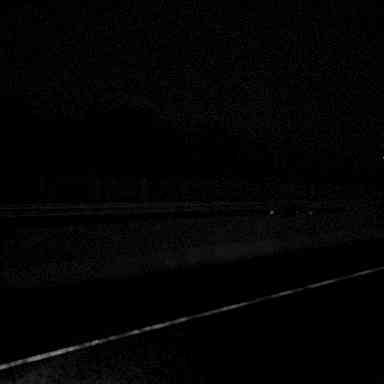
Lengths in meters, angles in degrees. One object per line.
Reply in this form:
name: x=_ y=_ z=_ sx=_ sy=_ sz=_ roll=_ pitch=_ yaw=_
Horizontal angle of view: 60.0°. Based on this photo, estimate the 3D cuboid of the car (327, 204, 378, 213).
car: x=12.971 y=1.693 z=26.089 sx=4.674 sy=1.442 sz=1.812 roll=0 pitch=0 yaw=-35

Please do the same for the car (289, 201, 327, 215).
car: x=10.936 y=1.693 z=28.937 sx=4.674 sy=1.442 sz=1.812 roll=0 pitch=0 yaw=-35

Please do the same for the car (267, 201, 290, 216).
car: x=9.378 y=1.663 z=32.123 sx=4.902 sy=1.511 sz=2.128 roll=0 pitch=0 yaw=-35
